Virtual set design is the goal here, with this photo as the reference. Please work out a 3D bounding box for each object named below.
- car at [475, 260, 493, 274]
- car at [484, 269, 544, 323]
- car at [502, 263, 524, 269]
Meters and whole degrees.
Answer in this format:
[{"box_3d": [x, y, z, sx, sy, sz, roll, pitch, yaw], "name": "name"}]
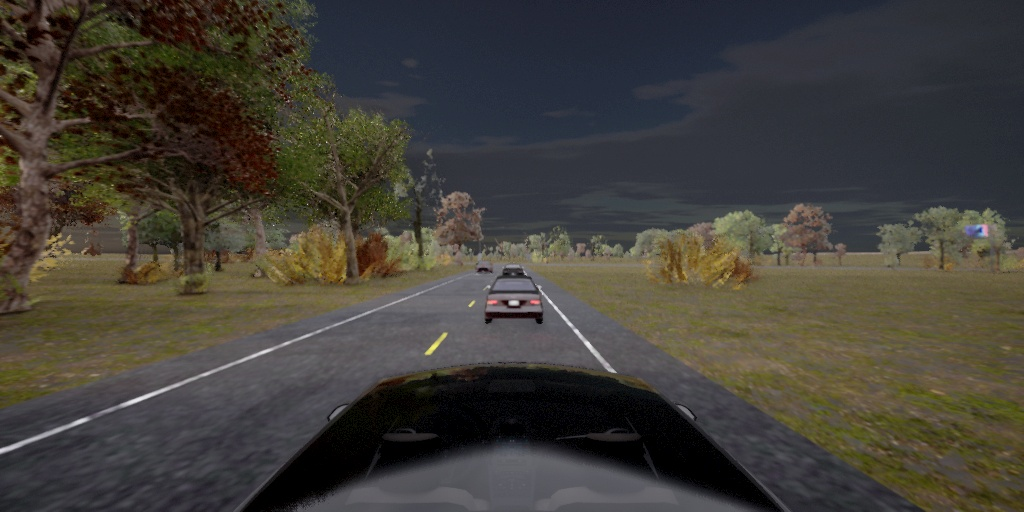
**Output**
[{"box_3d": [-3.583, 1.378, 46.924, 2.097, 1.767, 4.553, 0, 0, 0], "name": "car"}, {"box_3d": [0.069, 1.366, 12.472, 2.033, 1.411, 5.357, 0, 0, 0], "name": "car"}, {"box_3d": [0.094, 1.427, 33.760, 1.882, 1.535, 5.008, 0, 0, 0], "name": "car"}]
